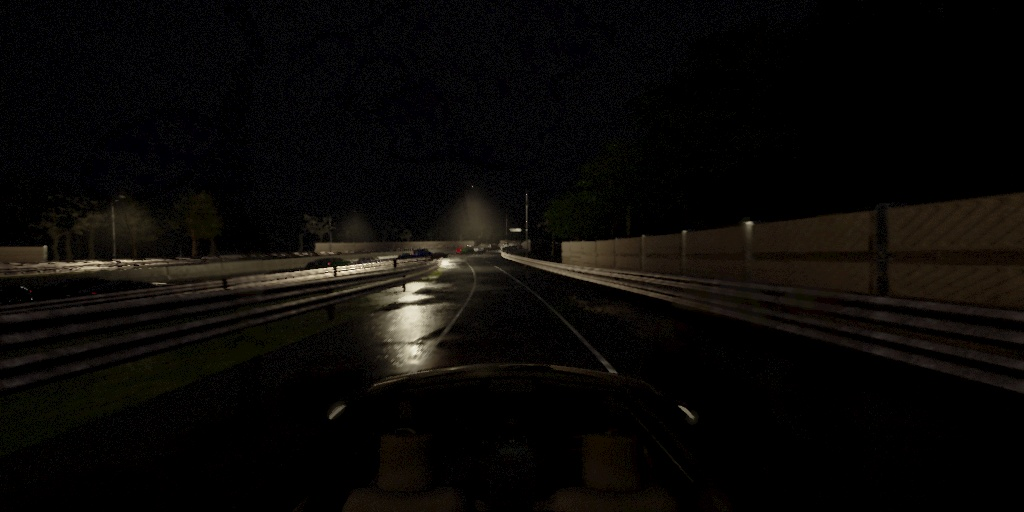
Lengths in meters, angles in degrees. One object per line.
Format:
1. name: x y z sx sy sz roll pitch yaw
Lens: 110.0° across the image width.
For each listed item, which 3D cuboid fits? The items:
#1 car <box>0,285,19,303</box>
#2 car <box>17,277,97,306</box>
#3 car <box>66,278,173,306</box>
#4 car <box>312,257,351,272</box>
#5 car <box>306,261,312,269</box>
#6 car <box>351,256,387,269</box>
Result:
1. car: -31.898 2.137 20.919 2.097 1.767 4.553 0 3 13
2. car: -27.708 2.155 23.453 1.837 1.490 4.892 0 3 13
3. car: -24.297 2.206 22.666 1.994 1.385 4.181 0 3 13
4. car: -22.487 0.935 45.711 2.097 1.767 4.553 0 3 13
5. car: -25.495 1.068 48.212 1.994 1.385 4.181 0 3 13
6. car: -18.498 0.806 47.390 2.097 1.767 4.553 0 3 13
